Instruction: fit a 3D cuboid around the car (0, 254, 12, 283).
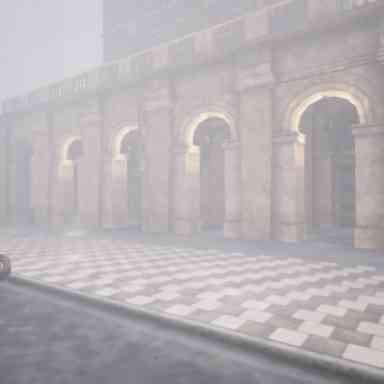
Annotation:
[{"bbox_3d":[-6.511,1.703,8.197,4.718,1.301,1.895,-1,0,35],"label":"car"}]
